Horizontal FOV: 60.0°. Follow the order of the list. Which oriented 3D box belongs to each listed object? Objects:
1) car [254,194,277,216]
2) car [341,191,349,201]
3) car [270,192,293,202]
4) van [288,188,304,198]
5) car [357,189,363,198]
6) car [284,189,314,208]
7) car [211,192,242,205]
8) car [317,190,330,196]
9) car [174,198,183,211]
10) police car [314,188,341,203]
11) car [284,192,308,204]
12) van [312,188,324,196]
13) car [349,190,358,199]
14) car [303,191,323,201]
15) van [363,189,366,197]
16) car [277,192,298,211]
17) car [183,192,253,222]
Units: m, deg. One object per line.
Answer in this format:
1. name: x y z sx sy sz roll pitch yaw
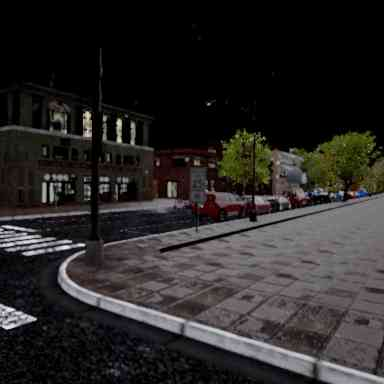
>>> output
1. car: 5.038 0.992 27.246 1.967 1.590 4.097 2 2 34
2. car: 22.876 0.525 52.596 2.097 1.767 4.553 2 2 34
3. car: 13.358 0.736 49.528 1.895 1.301 4.718 2 2 35
4. van: 20.018 0.217 63.987 1.690 1.788 3.998 2 2 34
5. car: 33.292 0.445 68.566 1.752 1.417 4.829 2 2 34
6. car: 11.299 0.729 36.394 2.192 1.841 5.009 2 2 34
7. car: 4.369 0.792 41.118 1.947 1.339 4.313 2 2 34
8. car: 32.529 0.142 82.294 2.008 1.369 4.403 2 2 34
9. car: 0.238 0.948 30.501 1.812 1.442 4.674 2 2 34
10. police car: 19.019 0.684 46.923 1.930 1.638 5.238 2 2 34
11. car: 14.172 0.768 45.289 1.812 1.442 4.674 2 2 35
12. van: 29.405 0.004 77.712 1.690 1.788 3.998 2 2 34
13. car: 30.066 0.575 63.852 1.802 1.307 4.206 2 2 34
14. car: 19.163 0.654 52.687 1.812 1.442 4.674 2 2 34
15. van: 39.458 0.120 77.571 1.690 1.788 3.998 2 2 34
16. car: 8.165 1.034 31.826 2.008 1.369 4.403 2 2 34
17. car: 1.912 0.936 22.668 2.192 1.841 5.009 2 2 34
